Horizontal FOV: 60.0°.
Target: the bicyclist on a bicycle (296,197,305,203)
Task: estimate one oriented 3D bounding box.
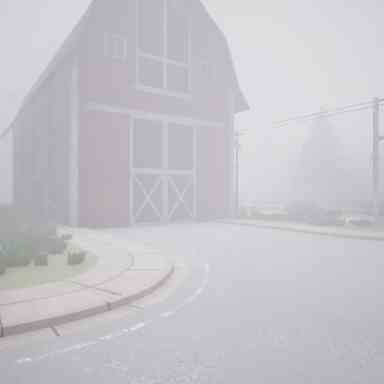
[{"bbox_3d":[13.252,1.322,40.222,1.656,1.620,0.582,46,-25,-24],"label":"bicyclist on a bicycle"}]

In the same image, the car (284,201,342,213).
[{"bbox_3d":[10.930,1.574,30.599,2.033,1.411,5.357,0,0,-35],"label":"car"}]

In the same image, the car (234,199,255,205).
[{"bbox_3d":[5.498,1.552,38.480,1.812,1.442,4.674,0,0,-34],"label":"car"}]
